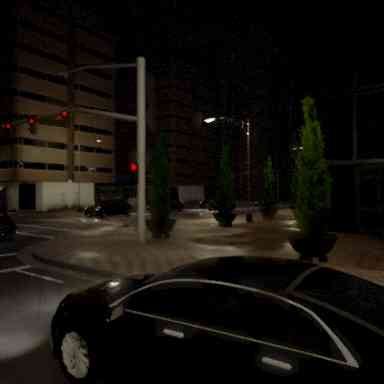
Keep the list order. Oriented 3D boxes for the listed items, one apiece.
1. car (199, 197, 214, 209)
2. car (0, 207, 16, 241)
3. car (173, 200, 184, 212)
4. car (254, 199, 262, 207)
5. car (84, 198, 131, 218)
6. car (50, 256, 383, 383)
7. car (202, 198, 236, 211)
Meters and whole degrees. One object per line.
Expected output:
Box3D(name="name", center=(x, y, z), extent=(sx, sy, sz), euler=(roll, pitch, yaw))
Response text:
Box3D(name="car", center=(2.959, 1.455, 46.917), extent=(2.097, 1.767, 4.553), euler=(0, 0, 35))
Box3D(name="car", center=(-9.119, 1.256, 13.683), extent=(2.150, 2.045, 5.566), euler=(-2, 1, -15))
Box3D(name="car", center=(-2.811, 1.629, 38.744), extent=(1.812, 1.442, 4.674), euler=(0, 0, 35))
Box3D(name="car", center=(11.658, 1.697, 52.858), extent=(1.895, 1.301, 4.718), euler=(0, 0, 35))
Box3D(name="car", center=(-7.937, 1.456, 31.496), extent=(2.097, 1.767, 4.553), euler=(0, 0, 35))
Box3D(name="car", center=(0.370, 1.509, 3.730), extent=(4.892, 1.490, 1.837), euler=(0, 0, 36))
Box3D(name="car", center=(3.665, 1.697, 41.522), extent=(1.895, 1.301, 4.718), euler=(0, 0, 35))
